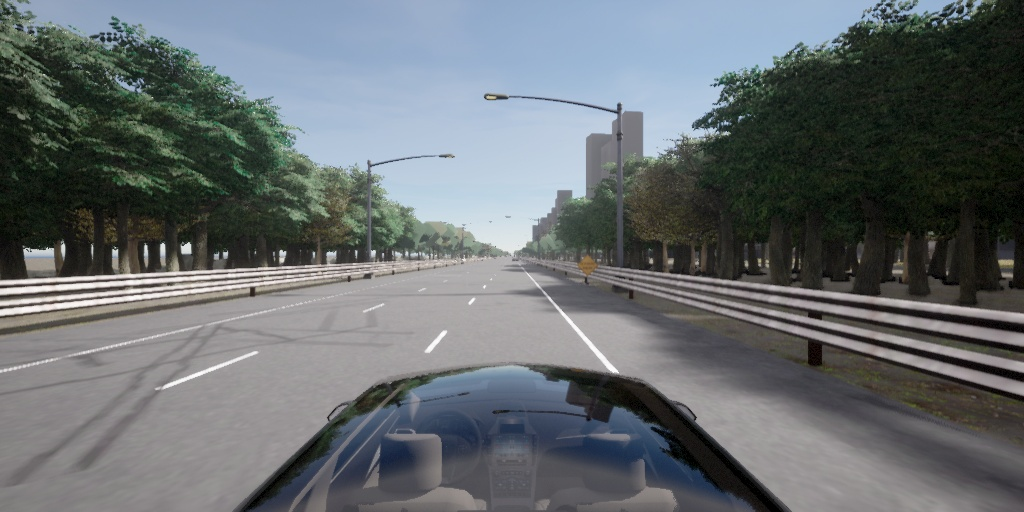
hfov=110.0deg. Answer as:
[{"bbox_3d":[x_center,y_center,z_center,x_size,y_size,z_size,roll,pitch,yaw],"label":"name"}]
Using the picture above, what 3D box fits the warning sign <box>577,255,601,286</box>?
[{"bbox_3d":[4.550,0.851,21.613,1.300,1.860,1.060,0,0,0],"label":"warning sign"}]
